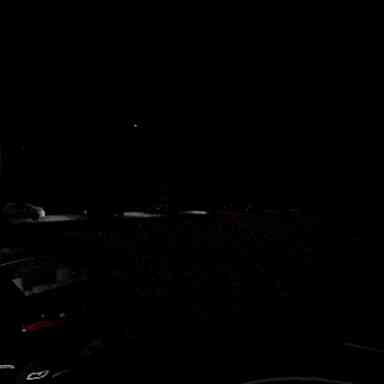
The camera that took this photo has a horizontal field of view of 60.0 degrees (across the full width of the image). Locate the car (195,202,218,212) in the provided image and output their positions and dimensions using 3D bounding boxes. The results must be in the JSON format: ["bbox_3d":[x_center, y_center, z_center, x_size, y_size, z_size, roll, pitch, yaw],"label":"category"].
[{"bbox_3d":[2.723,2.216,50.654,2.033,1.411,5.357,0,-1,36],"label":"car"}]

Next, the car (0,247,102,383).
[{"bbox_3d":[-2.901,1.518,5.048,4.403,1.369,2.008,0,0,36],"label":"car"}]

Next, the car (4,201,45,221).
[{"bbox_3d":[-14.388,1.640,26.973,1.812,1.442,4.674,0,-1,36],"label":"car"}]

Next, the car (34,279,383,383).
[{"bbox_3d":[1.157,1.550,2.141,4.403,1.369,2.008,0,0,36],"label":"car"}]

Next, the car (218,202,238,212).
[{"bbox_3d":[6.571,2.212,50.256,2.128,1.511,4.902,0,-1,36],"label":"car"}]

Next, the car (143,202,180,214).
[{"bbox_3d":[-3.490,1.944,42.104,1.882,1.535,5.008,0,-1,36],"label":"car"}]

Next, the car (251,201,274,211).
[{"bbox_3d":[12.430,2.405,58.465,2.128,1.511,4.902,0,-1,36],"label":"car"}]

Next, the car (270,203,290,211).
[{"bbox_3d":[15.066,2.491,56.563,1.994,1.385,4.181,0,-1,36],"label":"car"}]

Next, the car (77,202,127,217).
[{"bbox_3d":[-8.988,1.779,34.493,2.128,1.511,4.902,0,-1,36],"label":"car"}]

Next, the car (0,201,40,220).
[{"bbox_3d":[-16.425,1.624,29.738,1.837,1.490,4.892,0,-1,36],"label":"car"}]

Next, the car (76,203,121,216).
[{"bbox_3d":[-10.565,1.908,37.861,1.895,1.301,4.718,0,-1,36],"label":"car"}]

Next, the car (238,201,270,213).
[{"bbox_3d":[9.052,2.234,48.137,1.837,1.490,4.892,0,-1,36],"label":"car"}]
